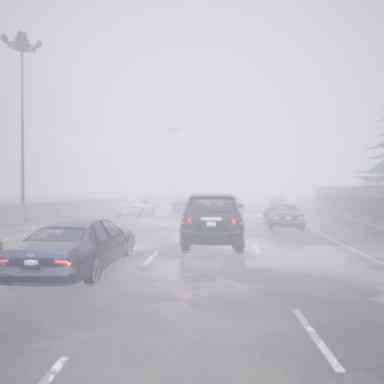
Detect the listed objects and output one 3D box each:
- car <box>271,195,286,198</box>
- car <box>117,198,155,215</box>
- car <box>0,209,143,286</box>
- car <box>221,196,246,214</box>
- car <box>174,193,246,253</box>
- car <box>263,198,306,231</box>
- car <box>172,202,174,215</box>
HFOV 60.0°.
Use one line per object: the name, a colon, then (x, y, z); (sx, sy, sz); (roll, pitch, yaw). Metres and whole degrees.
car: (10.925, 1.014, 42.338); (1.994, 1.385, 4.181); (0, 1, 19)
car: (-4.303, 1.178, 25.872); (1.812, 1.442, 4.674); (0, 1, 11)
car: (-3.016, 1.422, 9.134); (2.033, 1.411, 5.357); (0, 1, 4)
car: (3.955, 1.118, 31.058); (1.812, 1.442, 4.674); (0, 1, 13)
car: (0.836, 1.049, 13.007); (2.150, 2.045, 5.566); (0, 1, 5)
car: (5.094, 1.303, 18.760); (2.033, 1.411, 5.357); (0, 1, 8)
car: (-0.320, 1.106, 27.986); (1.882, 1.535, 5.008); (0, 1, 12)
